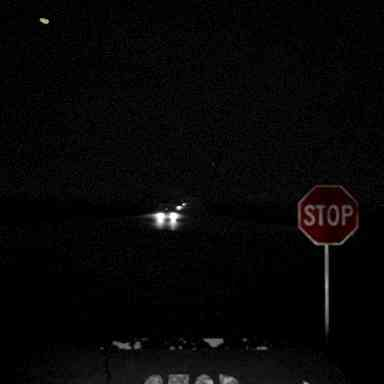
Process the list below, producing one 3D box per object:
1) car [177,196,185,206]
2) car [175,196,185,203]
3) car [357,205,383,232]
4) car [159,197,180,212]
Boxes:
[{"bbox_3d":[-2.626,1.583,53.898,1.994,1.385,4.181,0,0,1],"label":"car"},{"bbox_3d":[-2.436,1.520,69.169,1.882,1.535,5.008,0,0,0],"label":"car"},{"bbox_3d":[11.996,1.645,21.665,4.553,1.767,2.097,1,-1,0],"label":"car"},{"bbox_3d":[-2.765,1.605,38.846,1.895,1.301,4.718,0,0,1],"label":"car"}]
